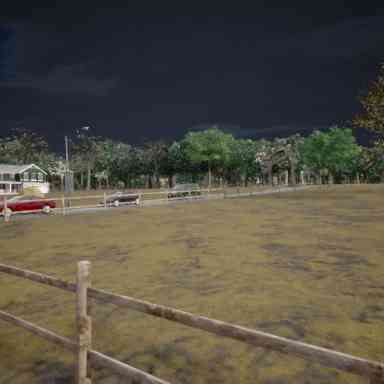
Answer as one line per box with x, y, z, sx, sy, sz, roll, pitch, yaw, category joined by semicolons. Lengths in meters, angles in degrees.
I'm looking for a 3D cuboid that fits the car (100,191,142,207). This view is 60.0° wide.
-7.258;0.663;34.227;1.837;1.490;4.892;-3;1;36;car

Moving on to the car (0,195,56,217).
-13.191;1.026;25.912;1.882;1.535;5.008;-3;1;35;car

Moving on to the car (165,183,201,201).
-1.087;-0.034;42.882;2.150;2.045;5.566;-3;1;36;car
